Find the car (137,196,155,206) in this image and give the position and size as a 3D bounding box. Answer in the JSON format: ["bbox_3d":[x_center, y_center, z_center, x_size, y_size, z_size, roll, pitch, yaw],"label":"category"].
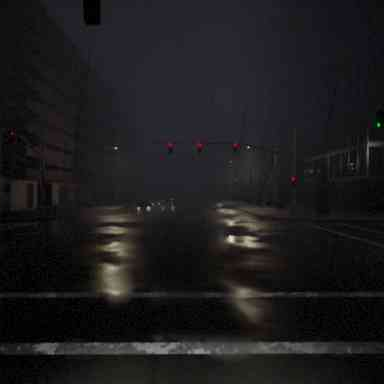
[{"bbox_3d":[-7.366,1.443,52.225,1.812,1.442,4.674,0,0,1],"label":"car"}]

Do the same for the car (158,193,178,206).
[{"bbox_3d":[-3.842,1.266,54.045,2.097,1.767,4.553,0,0,1],"label":"car"}]

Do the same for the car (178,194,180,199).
[{"bbox_3d":[-3.593,0.983,69.797,1.882,1.535,5.008,0,0,1],"label":"car"}]

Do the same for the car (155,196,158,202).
[{"bbox_3d":[-7.111,1.425,68.138,1.994,1.385,4.181,0,0,1],"label":"car"}]
